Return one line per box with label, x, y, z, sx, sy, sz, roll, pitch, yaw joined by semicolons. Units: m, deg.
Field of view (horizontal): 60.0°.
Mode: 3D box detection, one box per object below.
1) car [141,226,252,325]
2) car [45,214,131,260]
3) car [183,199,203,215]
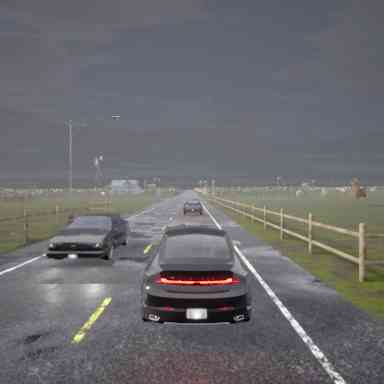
car;0.077;1.504;7.210;1.837;1.490;4.892;0;0;0
car;-3.600;1.543;12.650;2.033;1.411;5.357;0;0;0
car;0.095;1.472;33.196;2.128;1.511;4.902;0;0;0
